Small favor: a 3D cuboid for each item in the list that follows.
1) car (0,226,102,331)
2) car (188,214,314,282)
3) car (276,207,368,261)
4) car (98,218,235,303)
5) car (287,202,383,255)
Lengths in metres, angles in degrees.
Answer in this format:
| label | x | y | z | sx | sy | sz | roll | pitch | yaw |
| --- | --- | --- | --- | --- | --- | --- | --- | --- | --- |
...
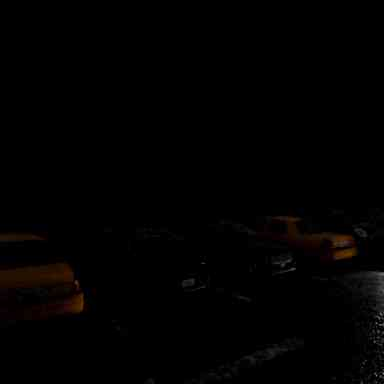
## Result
| label | x | y | z | sx | sy | sz | roll | pitch | yaw |
| --- | --- | --- | --- | --- | --- | --- | --- | --- | --- |
| car | -3.839 | 1.479 | 6.936 | 1.946 | 1.575 | 5.366 | 0 | 0 | -35 |
| car | 0.786 | 1.494 | 10.014 | 2.231 | 1.521 | 4.892 | 0 | 0 | -35 |
| car | 2.942 | 1.495 | 11.772 | 1.946 | 1.575 | 5.366 | 0 | 0 | -35 |
| car | -1.467 | 1.488 | 8.391 | 2.231 | 1.521 | 4.892 | 0 | 0 | -35 |
| car | 5.292 | 1.378 | 13.258 | 2.185 | 1.767 | 4.553 | 0 | 0 | -35 |
